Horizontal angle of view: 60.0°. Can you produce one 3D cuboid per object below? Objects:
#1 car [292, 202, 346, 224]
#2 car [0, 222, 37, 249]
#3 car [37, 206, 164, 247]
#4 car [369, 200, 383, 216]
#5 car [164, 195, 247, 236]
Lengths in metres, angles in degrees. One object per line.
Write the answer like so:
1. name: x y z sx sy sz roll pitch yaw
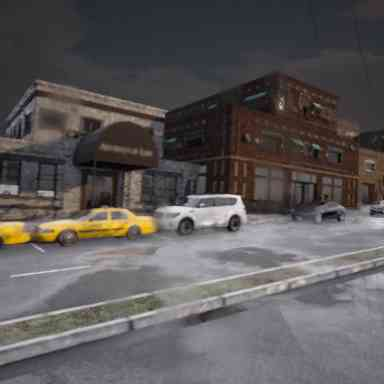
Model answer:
1. car: 9.509 1.467 24.755 4.792 1.488 2.163 0 0 -36
2. car: -8.667 1.407 11.697 5.366 1.575 1.946 0 0 -36
3. car: -4.180 1.414 14.920 5.366 1.575 1.946 0 0 -36
4. car: 18.517 1.452 31.220 4.892 1.521 2.231 0 0 -36
5. car: 0.541 1.173 18.306 5.566 2.045 2.435 0 0 -36
